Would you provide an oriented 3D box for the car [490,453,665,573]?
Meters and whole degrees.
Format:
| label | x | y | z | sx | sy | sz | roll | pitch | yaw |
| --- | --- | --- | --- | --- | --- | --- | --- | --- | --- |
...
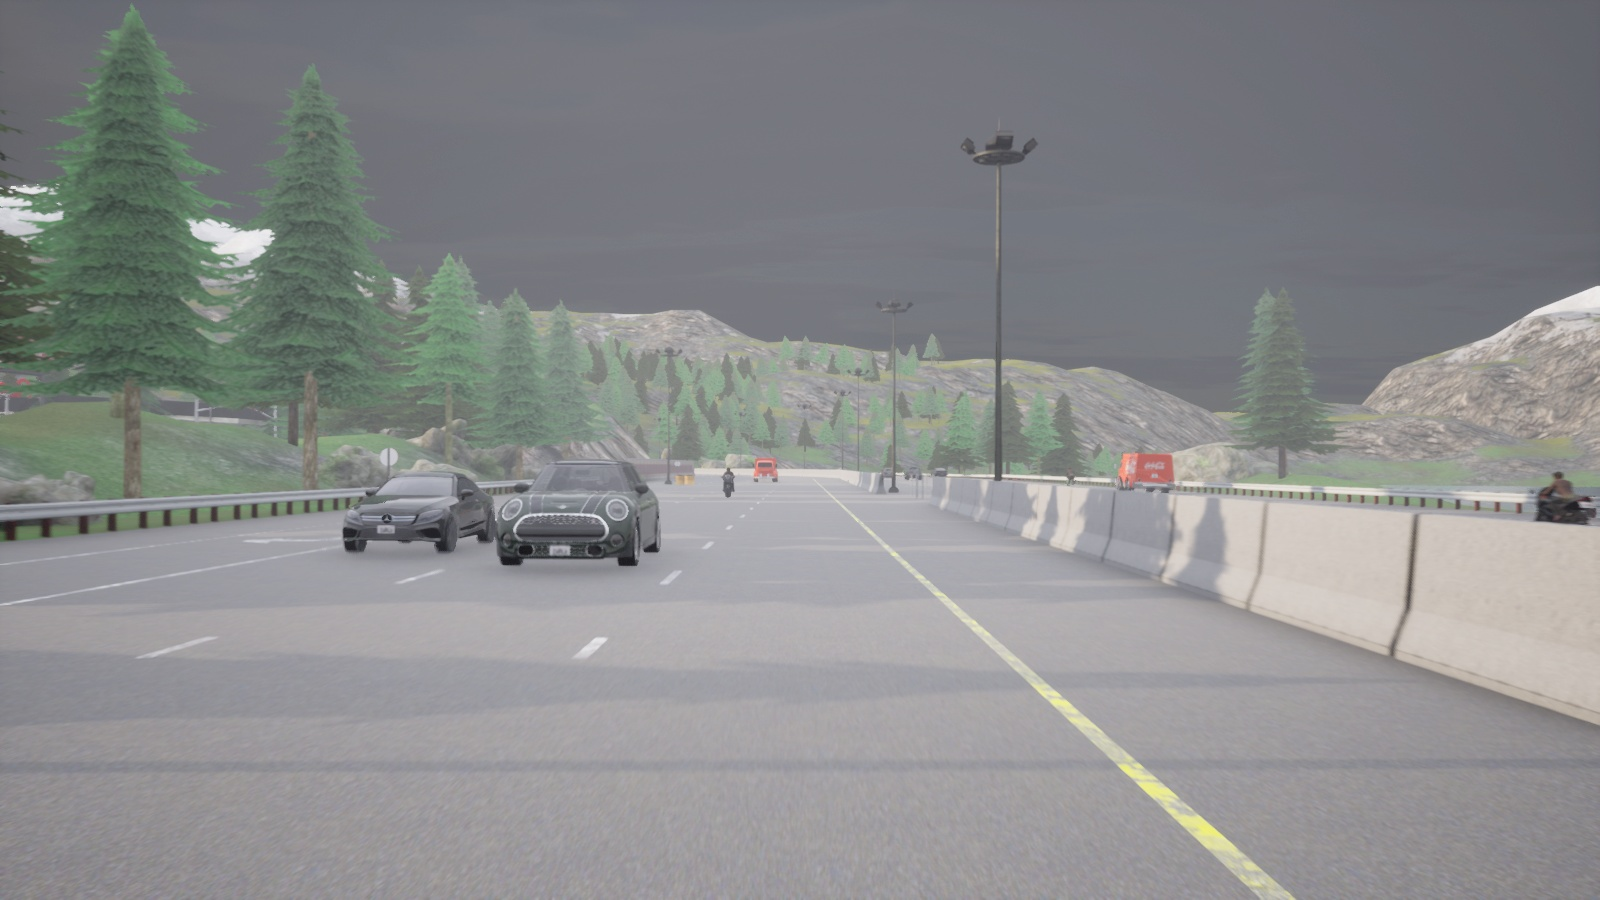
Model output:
| label | x | y | z | sx | sy | sz | roll | pitch | yaw |
| --- | --- | --- | --- | --- | --- | --- | --- | --- | --- |
| car | -3.546 | 0.963 | 20.868 | 2.097 | 1.767 | 4.553 | 0 | -1 | 0 |

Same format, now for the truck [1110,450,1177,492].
| label | x | y | z | sx | sy | sz | roll | pitch | yaw |
| --- | --- | --- | --- | --- | --- | --- | --- | --- | --- |
| truck | 20.973 | 1.280 | 76.942 | 2.627 | 2.467 | 5.204 | 0 | -1 | 0 |

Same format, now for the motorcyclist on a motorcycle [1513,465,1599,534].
| label | x | y | z | sx | sy | sz | roll | pitch | yaw |
| --- | --- | --- | --- | --- | --- | --- | --- | --- | --- |
| motorcyclist on a motorcycle | 17.451 | 1.113 | 28.990 | 0.797 | 1.523 | 2.044 | 0 | -1 | 0 |

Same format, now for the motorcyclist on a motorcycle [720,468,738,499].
| label | x | y | z | sx | sy | sz | roll | pitch | yaw |
| --- | --- | --- | --- | --- | --- | --- | --- | --- | --- |
| motorcyclist on a motorcycle | -3.532 | 1.647 | 62.422 | 0.797 | 1.523 | 2.044 | 0 | -1 | 0 |

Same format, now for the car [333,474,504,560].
| label | x | y | z | sx | sy | sz | roll | pitch | yaw |
| --- | --- | --- | --- | --- | --- | --- | --- | --- | --- |
| car | -7.039 | 1.183 | 23.710 | 1.812 | 1.442 | 4.674 | 0 | -1 | 0 |
